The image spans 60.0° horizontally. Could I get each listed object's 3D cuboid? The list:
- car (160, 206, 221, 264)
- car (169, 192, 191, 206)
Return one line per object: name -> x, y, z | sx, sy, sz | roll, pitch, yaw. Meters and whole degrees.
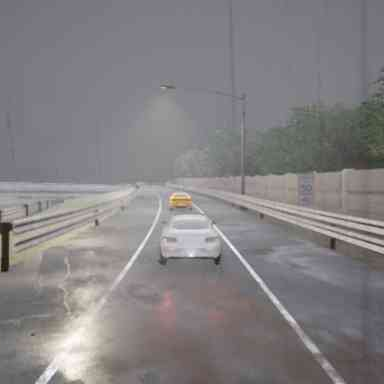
car -> -0.086, 1.428, 11.395 | 1.812, 1.442, 4.674 | 0, 1, -1
car -> -1.119, 0.777, 30.764 | 1.882, 1.535, 5.008 | 0, 2, -4
